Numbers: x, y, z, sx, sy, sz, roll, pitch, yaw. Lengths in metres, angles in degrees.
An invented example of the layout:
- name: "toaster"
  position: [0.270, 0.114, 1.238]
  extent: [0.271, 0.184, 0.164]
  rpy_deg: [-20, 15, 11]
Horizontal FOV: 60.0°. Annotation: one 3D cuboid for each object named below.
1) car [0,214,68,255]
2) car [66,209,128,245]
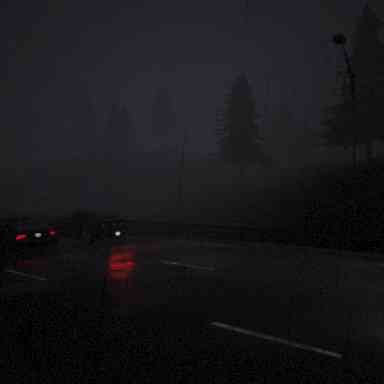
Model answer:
- name: "car"
  position: [-7.774, 1.667, 13.810]
  extent: [5.357, 1.411, 2.033]
  rpy_deg: [-1, 0, 35]
- name: "car"
  position: [-5.312, 1.621, 16.350]
  extent: [4.892, 1.490, 1.837]
  rpy_deg: [0, 0, 35]
